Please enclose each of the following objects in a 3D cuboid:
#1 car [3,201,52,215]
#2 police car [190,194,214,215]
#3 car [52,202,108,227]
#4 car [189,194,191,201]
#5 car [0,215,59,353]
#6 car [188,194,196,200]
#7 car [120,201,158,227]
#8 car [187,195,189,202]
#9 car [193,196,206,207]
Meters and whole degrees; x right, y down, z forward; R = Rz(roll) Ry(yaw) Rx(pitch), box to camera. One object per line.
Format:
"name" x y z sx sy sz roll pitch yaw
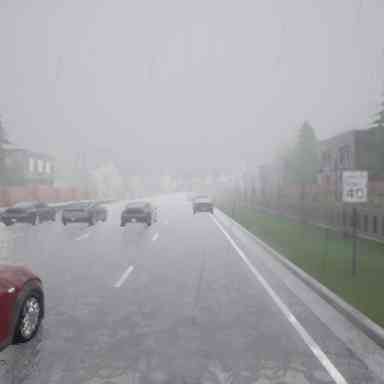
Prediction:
"car" -10.405 1.391 21.856 1.837 1.490 4.892 0 0 0
"police car" 1.042 1.256 32.308 1.930 1.638 5.238 0 0 0
"car" -6.906 1.378 21.777 2.128 1.511 4.902 0 0 0
"car" 1.039 1.131 42.168 2.097 1.767 4.553 0 0 0
"car" -3.402 1.333 3.494 2.097 1.767 4.553 0 0 0
"car" -0.018 1.099 80.055 2.033 1.411 5.357 0 0 0
"car" -3.406 1.390 21.853 1.837 1.490 4.892 0 0 0
"car" -0.013 1.282 65.411 1.895 1.301 4.718 0 0 0
"car" 1.039 1.274 48.199 1.812 1.442 4.674 0 0 0
